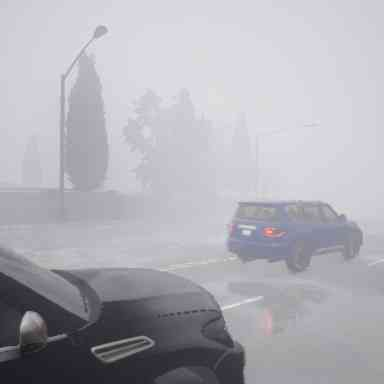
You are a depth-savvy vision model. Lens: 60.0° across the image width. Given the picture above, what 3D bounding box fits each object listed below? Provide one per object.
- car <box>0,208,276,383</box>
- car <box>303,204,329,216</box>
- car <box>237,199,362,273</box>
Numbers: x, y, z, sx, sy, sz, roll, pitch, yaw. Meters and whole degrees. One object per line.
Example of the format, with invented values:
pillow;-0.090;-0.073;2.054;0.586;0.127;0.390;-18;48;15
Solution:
car;-2.173;1.222;2.231;5.566;2.045;2.150;0;0;-35
car;14.820;2.044;39.570;1.895;1.301;4.718;0;-2;33
car;3.579;1.275;11.128;5.566;2.045;2.150;1;0;-40
